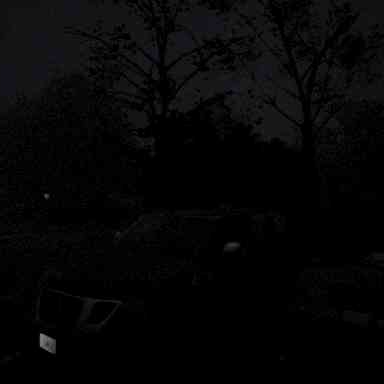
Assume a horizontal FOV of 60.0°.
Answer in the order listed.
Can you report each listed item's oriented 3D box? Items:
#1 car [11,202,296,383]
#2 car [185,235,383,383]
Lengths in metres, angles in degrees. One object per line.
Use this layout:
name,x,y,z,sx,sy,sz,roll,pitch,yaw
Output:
car,0.102,1.229,5.718,2.435,2.045,5.566,0,0,35
car,2.290,1.481,4.188,2.231,1.521,4.892,0,0,35
